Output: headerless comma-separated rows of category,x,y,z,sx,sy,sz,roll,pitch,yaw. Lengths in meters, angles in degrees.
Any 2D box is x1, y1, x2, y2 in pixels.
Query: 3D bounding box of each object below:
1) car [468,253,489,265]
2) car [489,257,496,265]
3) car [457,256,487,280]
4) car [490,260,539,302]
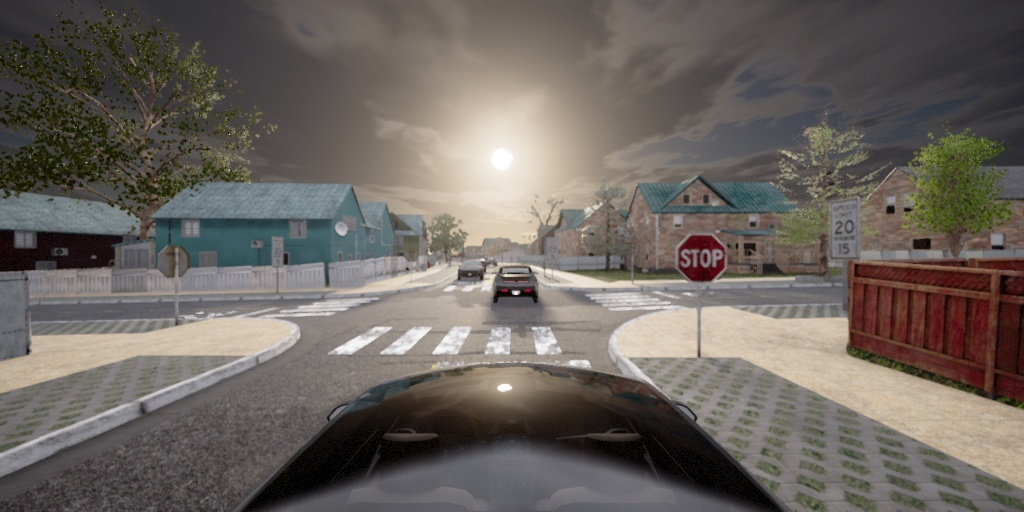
car,-3.886,0.708,38.617,2.150,2.045,5.566,0,0,-6
car,-3.468,0.926,57.835,1.812,1.442,4.674,0,0,-10
car,-3.161,1.021,28.061,1.882,1.535,5.008,0,0,-3
car,0.134,1.116,16.042,1.837,1.490,4.892,0,0,0
